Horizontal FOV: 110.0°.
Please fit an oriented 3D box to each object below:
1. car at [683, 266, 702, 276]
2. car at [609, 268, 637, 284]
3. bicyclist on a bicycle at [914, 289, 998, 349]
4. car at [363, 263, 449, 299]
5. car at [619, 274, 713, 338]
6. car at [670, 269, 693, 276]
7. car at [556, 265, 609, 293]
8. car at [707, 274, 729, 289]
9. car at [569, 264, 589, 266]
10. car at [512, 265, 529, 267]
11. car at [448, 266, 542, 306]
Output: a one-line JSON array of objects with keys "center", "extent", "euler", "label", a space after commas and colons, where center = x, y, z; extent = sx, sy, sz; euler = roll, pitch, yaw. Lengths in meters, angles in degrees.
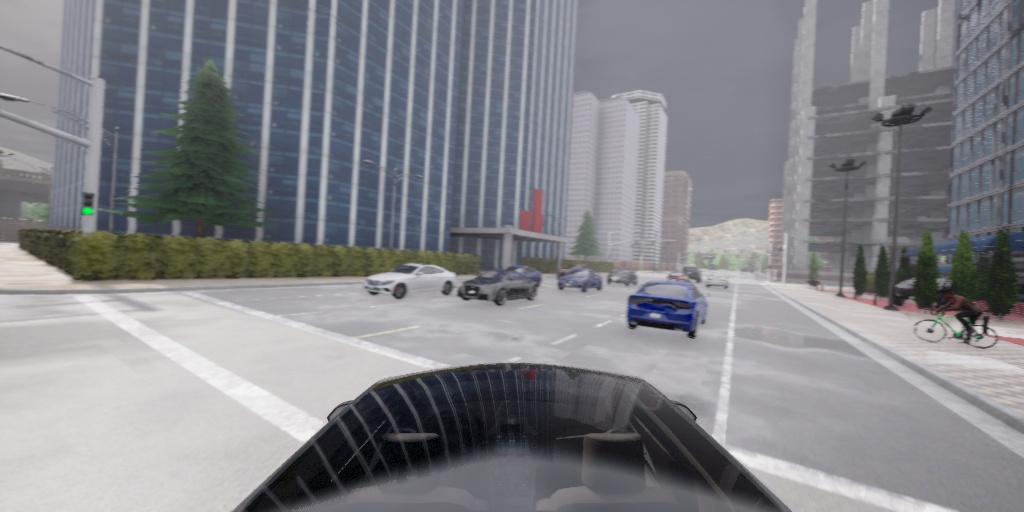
[{"center": [24.214, 2.473, 48.403], "extent": [2.150, 2.045, 5.566], "euler": [3, 0, 32], "label": "car"}, {"center": [10.254, 1.906, 33.146], "extent": [2.128, 1.511, 4.902], "euler": [3, 0, 33], "label": "car"}, {"center": [12.944, 1.811, 10.466], "extent": [1.656, 1.620, 0.582], "euler": [4, 0, 32], "label": "bicyclist on a bicycle"}, {"center": [-4.435, 1.057, 16.406], "extent": [1.812, 1.442, 4.674], "euler": [3, 0, 32], "label": "car"}, {"center": [5.235, 1.551, 11.817], "extent": [1.882, 1.535, 5.008], "euler": [3, 0, 33], "label": "car"}, {"center": [17.298, 2.354, 37.434], "extent": [1.812, 1.442, 4.674], "euler": [3, 0, 32], "label": "car"}, {"center": [4.748, 1.603, 24.420], "extent": [1.812, 1.442, 4.674], "euler": [3, 0, 32], "label": "car"}, {"center": [21.660, 2.604, 37.805], "extent": [1.812, 1.442, 4.674], "euler": [3, 0, 32], "label": "car"}, {"center": [5.789, 1.509, 32.616], "extent": [2.097, 1.767, 4.553], "euler": [3, 0, 32], "label": "car"}, {"center": [0.403, 1.353, 24.089], "extent": [1.812, 1.442, 4.674], "euler": [3, 0, 33], "label": "car"}, {"center": [-0.541, 1.317, 16.033], "extent": [1.994, 1.385, 4.181], "euler": [3, 0, 32], "label": "car"}]
